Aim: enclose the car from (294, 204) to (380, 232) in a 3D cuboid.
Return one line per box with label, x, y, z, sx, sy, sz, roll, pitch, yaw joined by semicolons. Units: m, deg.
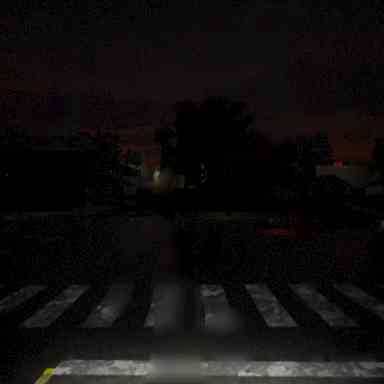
car;8.621;1.496;19.836;5.008;1.535;1.882;0;-1;-8
